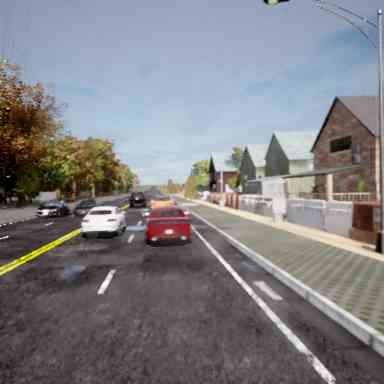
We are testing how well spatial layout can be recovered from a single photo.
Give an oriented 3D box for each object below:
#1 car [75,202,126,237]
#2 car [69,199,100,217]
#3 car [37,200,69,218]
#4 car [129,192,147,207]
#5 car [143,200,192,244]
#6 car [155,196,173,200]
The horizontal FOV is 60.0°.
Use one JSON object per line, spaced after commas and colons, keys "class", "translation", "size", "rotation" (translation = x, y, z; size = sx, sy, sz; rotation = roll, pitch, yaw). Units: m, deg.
{"class": "car", "translation": [-4.614, 1.481, 17.801], "size": [1.812, 1.442, 4.674], "rotation": [-1, 0, -6]}
{"class": "car", "translation": [-9.328, 1.436, 30.320], "size": [1.882, 1.535, 5.008], "rotation": [-1, 1, -6]}
{"class": "car", "translation": [-12.611, 1.526, 30.510], "size": [2.128, 1.511, 4.902], "rotation": [-1, 0, -6]}
{"class": "car", "translation": [-7.533, 0.988, 46.674], "size": [2.150, 2.045, 5.566], "rotation": [-1, 0, -6]}
{"class": "car", "translation": [-1.129, 1.370, 15.459], "size": [1.882, 1.535, 5.008], "rotation": [-1, 1, -6]}
{"class": "car", "translation": [-2.837, 1.138, 32.345], "size": [2.097, 1.767, 4.553], "rotation": [-1, 0, -6]}
